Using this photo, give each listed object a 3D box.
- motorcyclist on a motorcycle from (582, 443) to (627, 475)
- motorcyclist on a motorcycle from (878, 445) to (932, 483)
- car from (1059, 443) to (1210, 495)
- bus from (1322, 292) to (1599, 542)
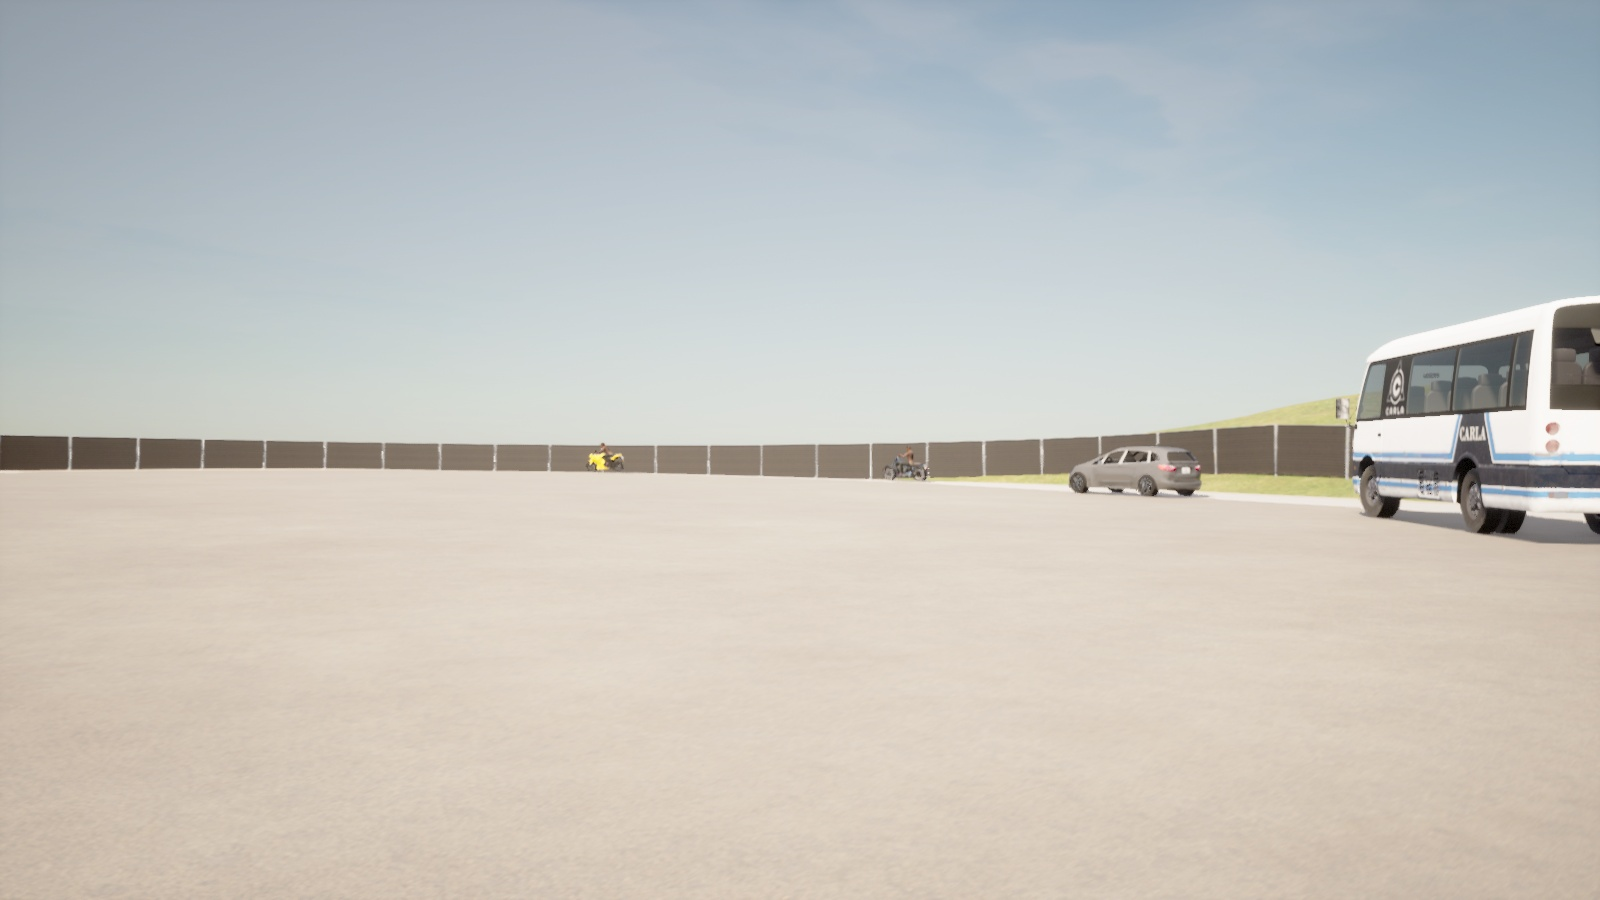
[{"bbox_3d":[-9.749,0.448,62.712,2.044,1.523,0.797,1,0,14],"label":"motorcyclist on a motorcycle"},{"bbox_3d":[4.644,0.614,55.739,2.350,1.649,0.766,0,0,39],"label":"motorcyclist on a motorcycle"},{"bbox_3d":[11.336,0.602,42.847,2.242,1.667,4.611,0,0,-36],"label":"car"},{"bbox_3d":[14.618,-0.561,26.464,3.944,4.253,10.273,1,0,7],"label":"bus"}]
